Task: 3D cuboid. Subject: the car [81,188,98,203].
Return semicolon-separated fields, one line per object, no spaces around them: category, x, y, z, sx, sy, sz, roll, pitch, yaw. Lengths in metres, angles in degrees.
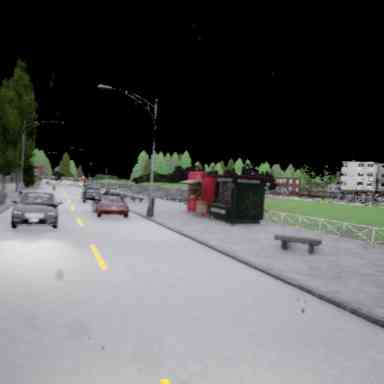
car;-9.991;0.300;33.116;2.033;1.411;5.357;3;1;-22

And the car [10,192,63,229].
car;-7.192;0.756;15.522;2.128;1.511;4.902;3;1;-22

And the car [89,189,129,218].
car;-5.349;0.815;21.719;1.994;1.385;4.181;3;1;-21
